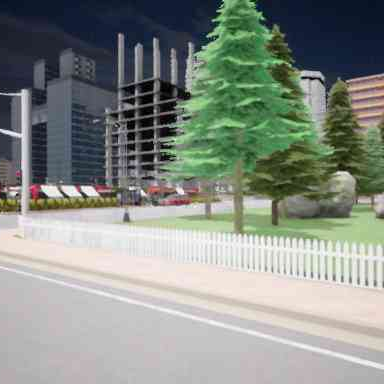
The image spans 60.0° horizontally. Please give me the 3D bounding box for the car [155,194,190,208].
[{"bbox_3d":[-2.524,1.373,49.538,2.150,2.045,5.566,0,0,34],"label":"car"}]

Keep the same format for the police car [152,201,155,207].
[{"bbox_3d":[-4.296,1.594,53.007,1.930,1.638,5.238,0,0,34],"label":"police car"}]
